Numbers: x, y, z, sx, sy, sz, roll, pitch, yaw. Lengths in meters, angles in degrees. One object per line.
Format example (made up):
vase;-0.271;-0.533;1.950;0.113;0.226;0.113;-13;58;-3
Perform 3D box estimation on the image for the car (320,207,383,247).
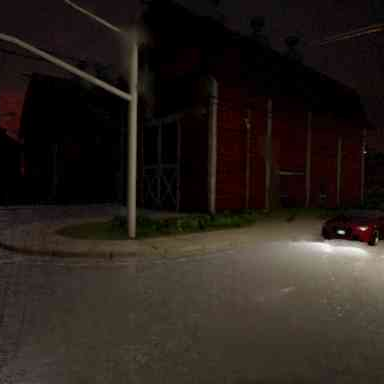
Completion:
car;7.284;1.370;14.233;4.181;1.385;1.994;0;2;-41
